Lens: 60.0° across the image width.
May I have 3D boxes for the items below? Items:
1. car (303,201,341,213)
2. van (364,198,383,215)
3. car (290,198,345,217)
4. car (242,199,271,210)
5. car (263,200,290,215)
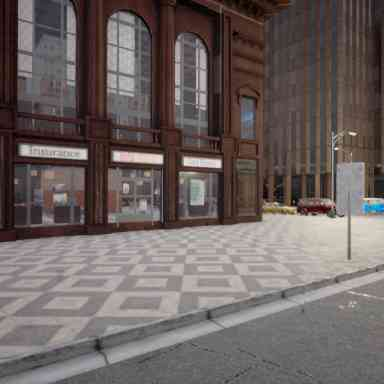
[{"bbox_3d":[16.397,1.897,42.176,1.802,1.307,4.206,-1,0,-35],"label":"car"},{"bbox_3d":[19.635,1.588,37.581,1.690,1.788,3.998,-1,0,-35],"label":"van"},{"bbox_3d":[12.672,1.522,32.661,2.192,1.841,5.009,0,0,-35],"label":"car"},{"bbox_3d":[9.913,1.891,51.369,1.967,1.590,4.097,-1,0,-35],"label":"car"},{"bbox_3d":[9.532,1.798,37.118,1.752,1.417,4.829,0,0,-35],"label":"car"}]
